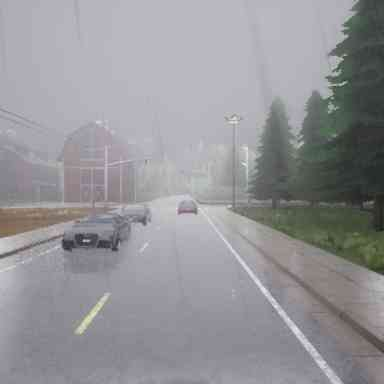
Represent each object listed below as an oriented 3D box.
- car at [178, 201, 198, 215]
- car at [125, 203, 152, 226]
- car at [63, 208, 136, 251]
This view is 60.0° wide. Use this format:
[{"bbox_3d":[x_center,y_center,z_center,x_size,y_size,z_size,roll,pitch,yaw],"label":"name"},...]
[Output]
[{"bbox_3d":[-0.440,1.564,34.247,1.994,1.385,4.181,0,0,-1],"label":"car"},{"bbox_3d":[-3.957,1.526,23.656,1.812,1.442,4.674,0,0,-1],"label":"car"},{"bbox_3d":[-3.801,1.564,13.906,1.994,1.385,4.181,0,0,-1],"label":"car"}]
